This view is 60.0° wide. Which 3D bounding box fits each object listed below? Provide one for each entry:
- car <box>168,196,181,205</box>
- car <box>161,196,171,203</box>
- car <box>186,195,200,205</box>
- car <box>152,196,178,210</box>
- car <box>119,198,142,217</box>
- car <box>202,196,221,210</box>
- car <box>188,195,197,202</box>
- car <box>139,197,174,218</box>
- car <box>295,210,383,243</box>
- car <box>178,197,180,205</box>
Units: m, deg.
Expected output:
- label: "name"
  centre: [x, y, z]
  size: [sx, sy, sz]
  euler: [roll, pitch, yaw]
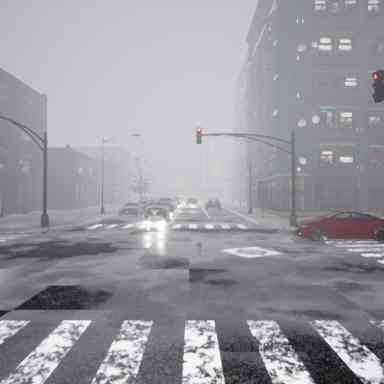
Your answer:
- label: "car"
  centre: [-3.042, 1.490, 58.345]
  size: [1.882, 1.535, 5.008]
  euler: [0, 0, 1]
- label: "car"
  centre: [-5.664, 1.599, 71.559]
  size: [1.802, 1.307, 4.206]
  euler: [1, 0, 0]
- label: "car"
  centre: [0.011, 1.491, 59.426]
  size: [1.882, 1.535, 5.008]
  euler: [0, 0, 0]
- label: "car"
  centre: [-3.089, 1.360, 38.924]
  size: [2.097, 1.767, 4.553]
  euler: [0, 0, 0]
- label: "car"
  centre: [-5.747, 1.552, 31.757]
  size: [1.887, 1.381, 4.507]
  euler: [1, 0, 0]
- label: "car"
  centre: [2.714, 1.449, 43.185]
  size: [1.967, 1.590, 4.097]
  euler: [1, 0, 0]
- label: "car"
  centre: [0.013, 1.373, 69.852]
  size: [1.812, 1.442, 4.674]
  euler: [0, 0, 0]
- label: "car"
  centre: [-3.092, 1.498, 29.905]
  size: [2.128, 1.511, 4.902]
  euler: [0, 0, 0]
- label: "car"
  centre: [6.969, 1.552, 15.479]
  size: [4.181, 1.385, 1.994]
  euler: [-1, -1, 10]
- label: "car"
  centre: [-3.083, 1.536, 47.919]
  size: [1.812, 1.442, 4.674]
  euler: [0, 0, 0]
